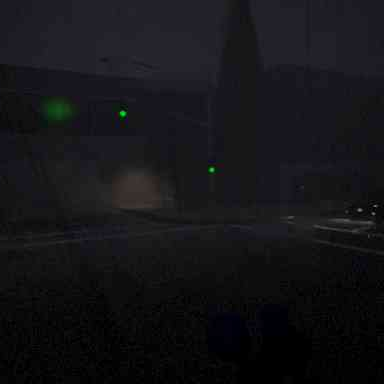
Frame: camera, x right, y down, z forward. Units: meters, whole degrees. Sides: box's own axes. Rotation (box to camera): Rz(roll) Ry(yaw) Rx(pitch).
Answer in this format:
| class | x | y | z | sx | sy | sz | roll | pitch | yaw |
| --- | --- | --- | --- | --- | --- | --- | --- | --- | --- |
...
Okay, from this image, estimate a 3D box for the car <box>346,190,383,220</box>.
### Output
| class | x | y | z | sx | sy | sz | roll | pitch | yaw |
| --- | --- | --- | --- | --- | --- | --- | --- | --- | --- |
| car | 9.935 | 0.587 | 17.114 | 4.181 | 1.385 | 1.994 | -3 | 2 | -27 |
